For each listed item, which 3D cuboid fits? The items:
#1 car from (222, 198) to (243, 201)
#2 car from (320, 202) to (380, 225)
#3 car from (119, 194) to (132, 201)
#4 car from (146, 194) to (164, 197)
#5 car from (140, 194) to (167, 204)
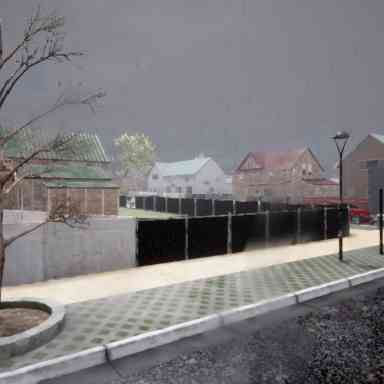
[{"bbox_3d":[3.980,1.318,32.041,2.033,1.411,5.357,0,1,-34],"label":"car"},{"bbox_3d":[10.242,1.410,22.742,1.812,1.442,4.674,0,1,-32],"label":"car"},{"bbox_3d":[-12.996,1.001,62.175,1.895,1.301,4.718,0,1,-34],"label":"car"},{"bbox_3d":[-4.692,1.115,44.806,1.837,1.490,4.892,0,0,-34],"label":"car"},{"bbox_3d":[-6.113,1.080,52.085,2.033,1.411,5.357,0,1,-35],"label":"car"}]
